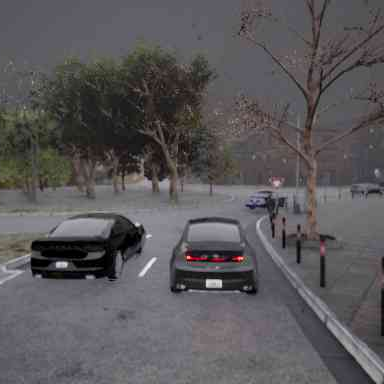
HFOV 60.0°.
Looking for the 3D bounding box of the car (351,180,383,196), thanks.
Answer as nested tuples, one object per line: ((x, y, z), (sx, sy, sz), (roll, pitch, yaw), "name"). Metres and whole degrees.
((22.441, -0.358, 42.231), (4.902, 1.511, 2.128), (-2, 4, -23), "car")

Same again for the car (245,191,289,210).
((6.185, 0.640, 27.141), (2.033, 1.411, 5.357), (2, 4, 34), "car")

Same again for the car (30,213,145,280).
((-2.653, 1.338, 9.616), (1.882, 1.535, 5.008), (0, 2, 3), "car")

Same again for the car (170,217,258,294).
((0.542, 1.397, 8.562), (1.837, 1.490, 4.892), (0, 1, 3), "car")
